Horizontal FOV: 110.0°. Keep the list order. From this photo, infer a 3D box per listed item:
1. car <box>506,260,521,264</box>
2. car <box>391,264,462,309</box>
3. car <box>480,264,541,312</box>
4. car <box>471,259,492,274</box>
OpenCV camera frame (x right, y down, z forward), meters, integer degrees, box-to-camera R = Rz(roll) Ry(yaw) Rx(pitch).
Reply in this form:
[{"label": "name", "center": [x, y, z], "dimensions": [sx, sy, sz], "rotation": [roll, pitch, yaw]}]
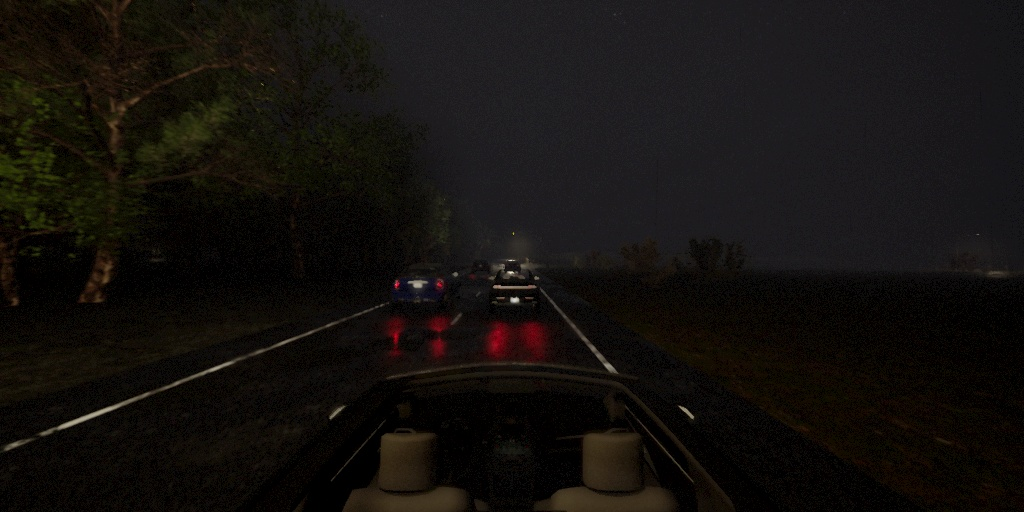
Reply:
[{"label": "car", "center": [0.073, 1.225, 40.666], "dimensions": [2.128, 1.511, 4.902], "rotation": [0, 0, 0]}, {"label": "car", "center": [-3.409, 1.098, 15.115], "dimensions": [2.097, 1.767, 4.553], "rotation": [0, 0, 0]}, {"label": "car", "center": [0.091, 1.238, 14.147], "dimensions": [2.128, 1.511, 4.902], "rotation": [0, 0, 0]}, {"label": "car", "center": [-3.429, 1.086, 41.036], "dimensions": [2.097, 1.767, 4.553], "rotation": [0, 0, 0]}]
